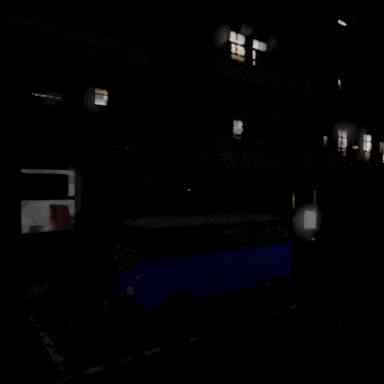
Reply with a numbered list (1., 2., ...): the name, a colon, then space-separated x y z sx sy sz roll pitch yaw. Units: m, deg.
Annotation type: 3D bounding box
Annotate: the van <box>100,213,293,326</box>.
1. van: 0.278 1.350 6.767 3.998 1.788 1.690 0 -1 -35
